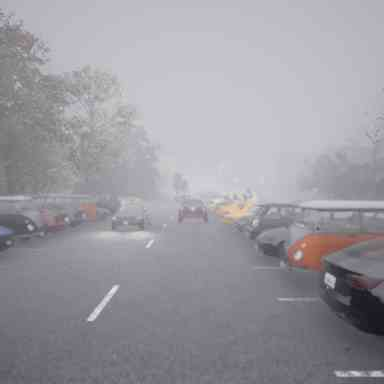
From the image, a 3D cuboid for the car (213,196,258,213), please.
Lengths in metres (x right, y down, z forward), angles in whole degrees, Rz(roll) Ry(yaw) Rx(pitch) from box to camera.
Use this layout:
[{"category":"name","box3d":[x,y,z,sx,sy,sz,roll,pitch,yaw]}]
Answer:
[{"category":"car","box3d":[4.724,1.374,27.588,5.366,1.575,1.946,0,0,0]}]

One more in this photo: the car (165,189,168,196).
[{"category":"car","box3d":[-8.830,0.650,79.577,4.792,1.488,2.163,0,0,0]}]

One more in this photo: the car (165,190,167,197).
[{"category":"car","box3d":[-8.806,0.684,76.665,4.674,1.452,2.002,0,0,0]}]

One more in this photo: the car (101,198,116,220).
[{"category":"car","box3d":[-8.513,1.401,24.850,4.792,1.488,2.163,0,0,0]}]

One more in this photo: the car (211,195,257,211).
[{"category":"car","box3d":[4.353,1.385,33.140,5.366,1.575,1.946,0,0,0]}]

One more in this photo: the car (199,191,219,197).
[{"category":"car","box3d":[4.290,0.547,85.212,4.892,1.521,2.231,0,1,0]}]

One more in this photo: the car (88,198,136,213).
[{"category":"car","box3d":[-8.539,1.433,35.929,4.674,1.452,2.002,0,0,0]}]

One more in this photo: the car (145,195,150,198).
[{"category":"car","box3d":[-8.537,1.408,44.116,5.008,1.535,2.097,0,0,0]}]

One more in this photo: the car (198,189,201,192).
[{"category":"car","box3d":[4.245,0.689,74.063,4.792,1.488,2.163,0,0,0]}]

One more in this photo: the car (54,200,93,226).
[{"category":"car","box3d":[-8.570,1.399,19.185,4.792,1.488,2.163,0,0,0]}]

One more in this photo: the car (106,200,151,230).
[{"category":"car","box3d":[-3.600,1.414,20.358,1.812,1.442,4.674,0,0,0]}]

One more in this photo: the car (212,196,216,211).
[{"category":"car","box3d":[4.532,1.383,30.364,4.892,1.521,2.231,0,0,0]}]

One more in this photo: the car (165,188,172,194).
[{"category":"car","box3d":[-8.787,0.432,90.610,5.008,1.535,2.097,0,1,0]}]

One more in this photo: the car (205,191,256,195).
[{"category":"car","box3d":[4.509,1.142,35.917,5.566,2.045,2.435,0,0,0]}]

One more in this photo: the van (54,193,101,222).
[{"category":"van","box3d":[-8.658,1.143,21.956,4.442,1.987,1.878,0,0,0]}]

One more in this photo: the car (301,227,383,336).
[{"category":"car","box3d":[4.568,1.472,5.390,4.792,1.488,2.163,0,0,0]}]

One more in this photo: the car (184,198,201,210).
[{"category":"car","box3d":[0.101,1.487,41.561,1.994,1.385,4.181,0,0,0]}]

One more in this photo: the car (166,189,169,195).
[{"category":"car","box3d":[-8.984,0.585,82.369,5.366,1.575,1.946,0,1,0]}]

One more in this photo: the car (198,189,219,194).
[{"category":"car","box3d":[4.302,0.704,71.280,4.792,1.488,2.163,0,0,0]}]

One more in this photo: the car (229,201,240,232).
[{"category":"car","box3d":[4.545,1.377,16.495,4.892,1.521,2.231,0,0,0]}]

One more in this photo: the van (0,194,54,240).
[{"category":"van","box3d":[-8.433,1.162,13.792,4.442,1.987,1.878,0,0,0]}]

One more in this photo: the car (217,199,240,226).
[{"category":"car","box3d":[4.353,1.366,19.262,5.366,1.575,1.946,0,0,0]}]

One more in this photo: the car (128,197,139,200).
[{"category":"car","box3d":[-8.356,1.384,33.158,5.366,1.575,1.946,0,0,0]}]

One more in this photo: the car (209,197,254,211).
[{"category":"car","box3d":[4.532,1.398,38.693,5.008,1.535,2.097,0,0,0]}]

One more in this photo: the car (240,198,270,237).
[{"category":"car","box3d":[4.508,1.263,13.714,4.553,1.767,2.185,0,0,0]}]

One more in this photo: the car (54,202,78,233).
[{"category":"car","box3d":[-8.570,1.405,16.545,4.792,1.488,2.163,0,0,0]}]

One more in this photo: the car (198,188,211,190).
[{"category":"car","box3d":[4.246,0.518,76.848,4.553,1.767,2.185,0,0,0]}]

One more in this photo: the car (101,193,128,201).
[{"category":"car","box3d":[-8.570,1.125,27.619,5.566,2.045,2.435,0,0,0]}]

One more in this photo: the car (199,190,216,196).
[{"category":"car","box3d":[4.321,0.229,93.567,4.553,1.767,2.185,0,2,0]}]

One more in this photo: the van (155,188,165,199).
[{"category":"van","box3d":[-8.681,0.450,71.205,4.442,1.987,1.878,1,0,0]}]

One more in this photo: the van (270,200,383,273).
[{"category":"van","box3d":[4.423,1.198,8.164,4.442,1.987,1.878,0,0,0]}]

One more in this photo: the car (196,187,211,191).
[{"category":"car","box3d":[4.253,0.337,82.419,5.566,2.045,2.435,0,1,0]}]

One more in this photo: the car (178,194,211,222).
[{"category":"car","box3d":[0.096,1.247,25.381,2.097,1.767,4.553,0,0,1]}]

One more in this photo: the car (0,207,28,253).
[{"category":"car","box3d":[-8.546,1.404,11.007,5.008,1.535,2.097,0,0,0]}]

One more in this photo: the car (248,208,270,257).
[{"category":"car","box3d":[4.510,1.435,10.942,4.792,1.488,2.163,0,0,0]}]
